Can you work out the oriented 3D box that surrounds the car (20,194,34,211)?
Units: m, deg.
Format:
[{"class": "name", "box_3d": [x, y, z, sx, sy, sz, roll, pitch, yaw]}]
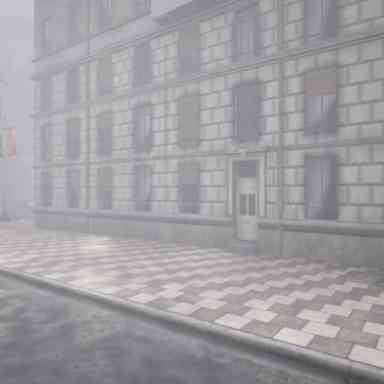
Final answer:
[{"class": "car", "box_3d": [-17.025, 1.352, 38.868, 2.097, 1.767, 4.553, 0, 0, 36]}]

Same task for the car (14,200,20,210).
[{"class": "car", "box_3d": [-19.215, 1.221, 41.817, 2.150, 2.045, 5.566, 0, 0, 36]}]
